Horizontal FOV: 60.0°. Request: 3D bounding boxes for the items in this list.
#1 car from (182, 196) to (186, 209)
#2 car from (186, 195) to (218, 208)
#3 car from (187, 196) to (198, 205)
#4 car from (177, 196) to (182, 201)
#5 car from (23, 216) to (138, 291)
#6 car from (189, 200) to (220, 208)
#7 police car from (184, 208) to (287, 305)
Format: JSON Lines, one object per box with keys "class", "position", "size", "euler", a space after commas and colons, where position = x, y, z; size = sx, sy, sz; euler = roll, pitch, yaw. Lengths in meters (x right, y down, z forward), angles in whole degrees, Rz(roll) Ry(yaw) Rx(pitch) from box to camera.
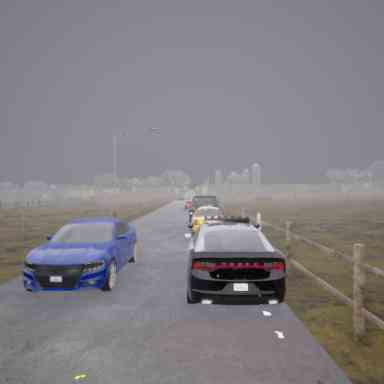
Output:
{"class": "car", "position": [0.117, 1.367, 45.417], "size": [2.097, 1.767, 4.553], "euler": [0, 0, 1]}
{"class": "car", "position": [0.877, 1.228, 24.203], "size": [2.150, 2.045, 5.566], "euler": [0, 0, 0]}
{"class": "car", "position": [0.124, 1.543, 58.423], "size": [1.812, 1.442, 4.674], "euler": [0, 0, 0]}
{"class": "car", "position": [-2.581, 1.580, 80.073], "size": [1.895, 1.301, 4.718], "euler": [0, 0, 0]}
{"class": "car", "position": [-2.731, 1.477, 9.186], "size": [1.882, 1.535, 5.008], "euler": [0, 0, 0]}
{"class": "car", "position": [0.864, 1.457, 18.363], "size": [1.801, 1.575, 5.366], "euler": [0, 0, 0]}
{"class": "police car", "position": [0.843, 1.425, 8.282], "size": [1.930, 1.638, 5.238], "euler": [0, 0, 0]}
